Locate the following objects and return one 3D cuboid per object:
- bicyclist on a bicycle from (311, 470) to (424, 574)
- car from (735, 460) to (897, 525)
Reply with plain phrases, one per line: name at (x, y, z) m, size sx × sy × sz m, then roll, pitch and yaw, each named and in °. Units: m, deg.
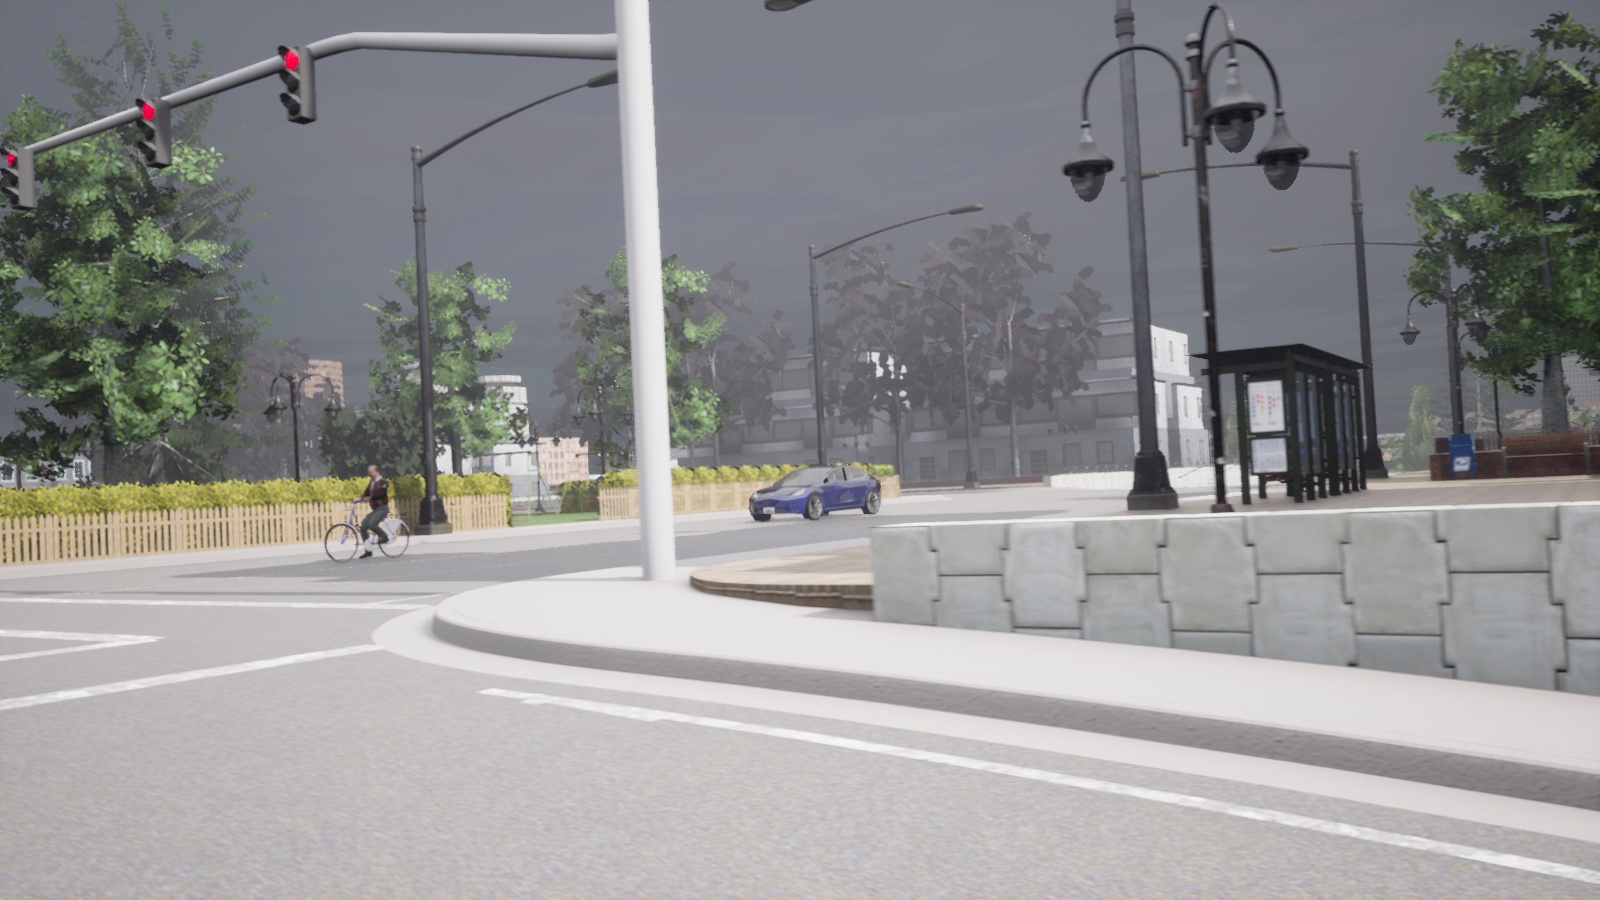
bicyclist on a bicycle at (-7.941, 1.301, 23.112) m, size 0.659 × 1.776 × 1.843 m, roll -5°, pitch -2°, yaw 34°
car at (0.540, 1.169, 35.483) m, size 2.163 × 1.488 × 4.792 m, roll -5°, pitch -2°, yaw 34°
